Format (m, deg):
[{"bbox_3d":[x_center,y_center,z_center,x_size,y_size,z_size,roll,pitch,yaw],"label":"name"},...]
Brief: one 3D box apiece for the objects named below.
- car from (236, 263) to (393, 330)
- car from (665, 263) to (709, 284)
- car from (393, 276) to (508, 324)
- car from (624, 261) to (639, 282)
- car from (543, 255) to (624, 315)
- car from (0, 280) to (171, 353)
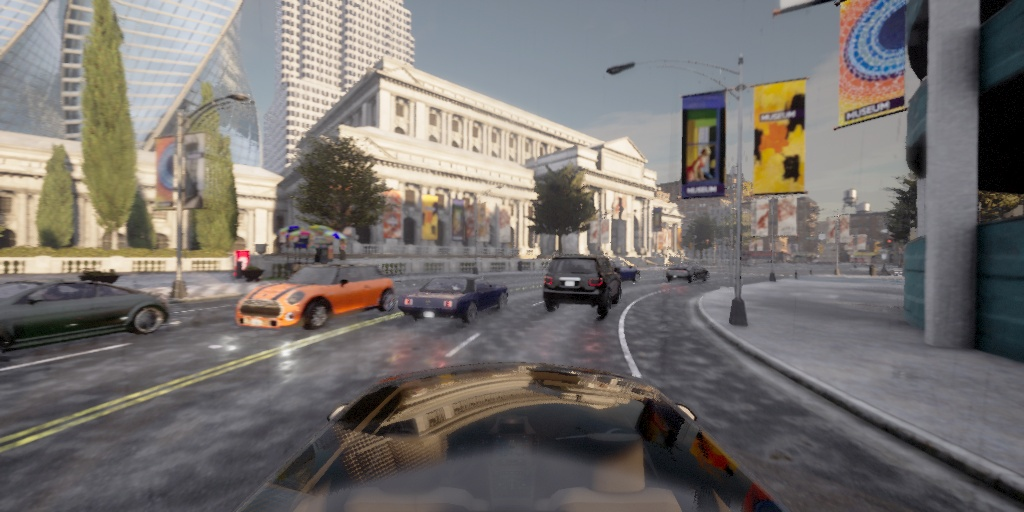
[{"bbox_3d":[-5.583,1.019,10.863,2.097,1.767,4.553,1,0,16],"label":"car"},{"bbox_3d":[13.836,1.313,28.187,4.902,1.511,2.128,0,0,-43],"label":"car"},{"bbox_3d":[-1.613,1.306,11.883,1.895,1.301,4.718,1,0,17],"label":"car"},{"bbox_3d":[7.874,1.114,27.190,2.097,1.767,4.553,1,0,43],"label":"car"},{"bbox_3d":[2.883,0.970,13.988,2.150,2.045,5.566,0,0,23],"label":"car"},{"bbox_3d":[-9.848,1.196,7.369,1.994,1.385,4.181,1,0,10],"label":"car"}]
